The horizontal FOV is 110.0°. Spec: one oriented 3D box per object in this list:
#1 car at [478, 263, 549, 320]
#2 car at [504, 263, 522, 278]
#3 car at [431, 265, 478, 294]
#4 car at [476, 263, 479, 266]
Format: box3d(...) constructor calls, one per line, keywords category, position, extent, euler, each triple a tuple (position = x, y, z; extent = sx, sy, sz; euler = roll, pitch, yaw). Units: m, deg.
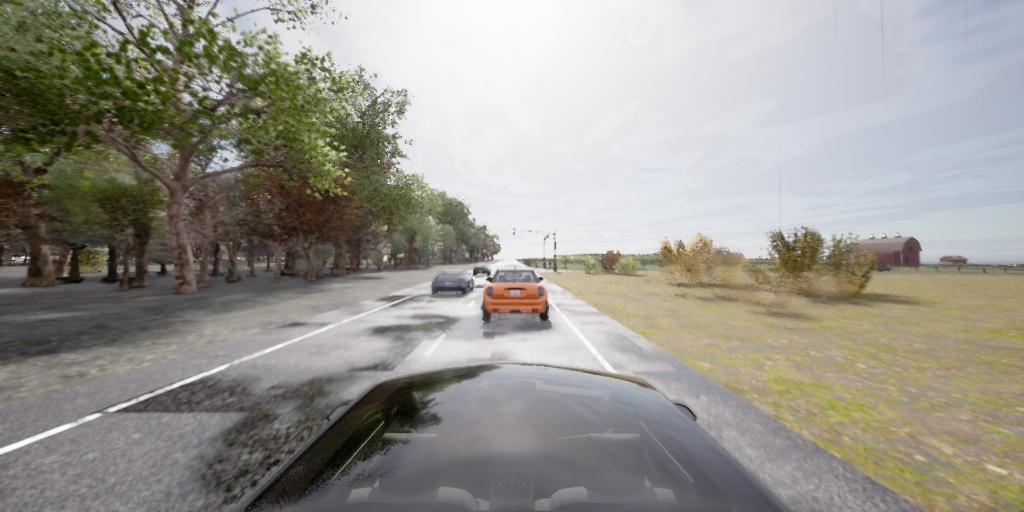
box3d(category="car", position=(0.106, 1.169, 13.134), extent=(2.097, 1.767, 4.553), euler=(0, 0, 0))
box3d(category="car", position=(0.123, 1.487, 38.531), extent=(1.812, 1.442, 4.674), euler=(0, 0, 0))
box3d(category="car", position=(-3.389, 1.427, 21.072), extent=(1.994, 1.385, 4.181), euler=(0, 0, 0))
box3d(category="car", position=(-3.378, 1.498, 40.499), extent=(1.812, 1.442, 4.674), euler=(0, 0, 0))
